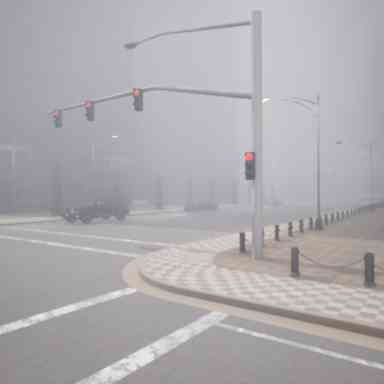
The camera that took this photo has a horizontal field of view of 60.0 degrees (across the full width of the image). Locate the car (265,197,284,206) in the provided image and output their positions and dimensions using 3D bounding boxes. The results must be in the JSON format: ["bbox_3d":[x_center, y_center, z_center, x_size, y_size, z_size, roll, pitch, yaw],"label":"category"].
[{"bbox_3d":[13.743,1.584,55.509,2.128,1.511,4.902,0,0,36],"label":"car"}]

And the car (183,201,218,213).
[{"bbox_3d":[1.055,1.691,38.088,1.895,1.301,4.718,0,0,36],"label":"car"}]

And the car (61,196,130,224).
[{"bbox_3d":[-7.436,1.312,26.329,2.150,2.045,5.566,0,0,36],"label":"car"}]
